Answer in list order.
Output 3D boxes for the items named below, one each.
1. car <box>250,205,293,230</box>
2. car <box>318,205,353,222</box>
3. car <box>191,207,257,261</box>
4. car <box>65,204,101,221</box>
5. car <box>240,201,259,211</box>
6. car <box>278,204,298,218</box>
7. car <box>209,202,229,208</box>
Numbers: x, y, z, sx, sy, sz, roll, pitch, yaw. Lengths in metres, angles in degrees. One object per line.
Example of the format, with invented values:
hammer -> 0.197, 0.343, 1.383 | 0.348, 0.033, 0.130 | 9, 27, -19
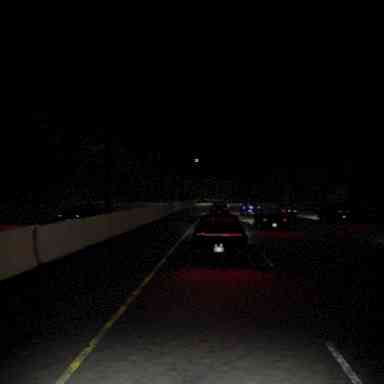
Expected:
car -> 5.407, 1.831, 23.175 | 1.895, 1.301, 4.718 | 1, -1, 5
car -> 13.028, 1.900, 30.463 | 2.128, 1.511, 4.902 | 1, -1, 5
car -> 1.031, 1.558, 12.570 | 2.128, 1.511, 4.902 | 1, -1, 5
car -> -8.577, 1.631, 26.169 | 2.033, 1.411, 5.357 | 1, -1, 5
car -> 6.662, 1.765, 38.499 | 2.097, 1.767, 4.553 | 1, -1, 5
car -> 9.953, 1.975, 35.818 | 2.033, 1.411, 5.357 | 1, -1, 5
car -> 2.765, 1.790, 33.798 | 1.882, 1.535, 5.008 | 1, -1, 5
